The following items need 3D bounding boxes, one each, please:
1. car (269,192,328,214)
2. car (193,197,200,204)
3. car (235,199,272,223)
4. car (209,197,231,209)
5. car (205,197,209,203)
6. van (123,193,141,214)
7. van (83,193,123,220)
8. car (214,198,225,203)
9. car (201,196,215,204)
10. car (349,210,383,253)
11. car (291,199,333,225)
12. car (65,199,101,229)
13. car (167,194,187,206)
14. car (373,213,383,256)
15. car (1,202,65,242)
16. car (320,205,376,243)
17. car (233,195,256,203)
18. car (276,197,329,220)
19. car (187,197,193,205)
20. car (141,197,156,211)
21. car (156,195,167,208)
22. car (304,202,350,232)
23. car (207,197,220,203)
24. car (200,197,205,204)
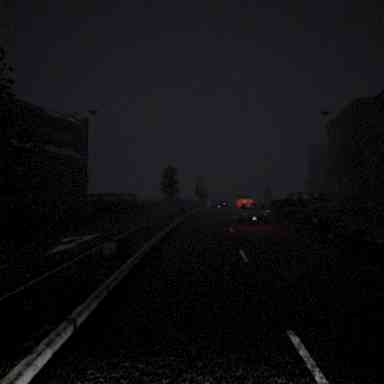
[{"bbox_3d":[9.596,1.043,30.089,5.566,2.045,2.435,0,0,7],"label":"car"},{"bbox_3d":[-0.617,1.648,65.105,2.231,1.521,4.892,0,-1,15],"label":"car"},{"bbox_3d":[4.331,1.460,24.158,1.895,1.301,4.718,0,0,5],"label":"car"},{"bbox_3d":[3.619,1.444,42.147,1.895,1.301,4.718,0,0,9],"label":"car"},{"bbox_3d":[2.283,1.928,75.650,2.163,1.488,4.792,0,-1,17],"label":"car"},{"bbox_3d":[-6.767,1.097,32.190,1.878,1.987,4.442,0,0,8],"label":"van"},{"bbox_3d":[-7.393,1.120,26.687,1.878,1.987,4.442,0,0,7],"label":"van"},{"bbox_3d":[7.576,2.322,91.587,2.002,1.452,4.674,0,-1,21],"label":"car"},{"bbox_3d":[3.965,1.904,81.128,2.185,1.767,4.553,0,-1,18],"label":"car"},{"bbox_3d":[8.060,1.474,10.909,4.674,1.452,2.002,0,0,3],"label":"car"},{"bbox_3d":[8.544,1.376,19.087,4.892,1.521,2.231,0,0,5],"label":"car"},{"bbox_3d":[-7.912,1.413,21.253,2.163,1.488,4.792,0,0,6],"label":"car"},{"bbox_3d":[-3.136,1.197,54.151,2.435,2.045,5.566,0,-1,12],"label":"car"},{"bbox_3d":[7.764,1.446,8.189,5.366,1.575,1.946,0,0,2],"label":"car"},{"bbox_3d":[-8.312,1.418,15.775,2.097,1.535,5.008,0,0,4],"label":"car"},{"bbox_3d":[8.165,1.445,13.639,4.792,1.488,2.163,0,0,3],"label":"car"},{"bbox_3d":[6.535,1.184,41.275,2.097,1.767,4.553,0,0,9],"label":"car"},{"bbox_3d":[9.002,1.355,24.656,4.792,1.488,2.163,0,0,6],"label":"car"},{"bbox_3d":[-1.929,1.411,59.627,2.185,1.767,4.553,0,-1,13],"label":"car"},{"bbox_3d":[-5.982,1.361,37.807,2.002,1.452,4.674,0,0,9],"label":"car"},{"bbox_3d":[-5.135,1.382,43.285,2.002,1.452,4.674,0,0,10],"label":"car"},{"bbox_3d":[8.387,1.426,16.359,4.792,1.488,2.163,0,0,4],"label":"car"},{"bbox_3d":[5.711,2.156,86.365,2.097,1.535,5.008,0,-1,20],"label":"car"},{"bbox_3d":[0.763,1.811,70.345,2.002,1.452,4.674,0,-1,16],"label":"car"}]
